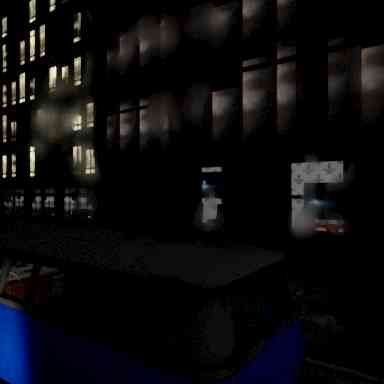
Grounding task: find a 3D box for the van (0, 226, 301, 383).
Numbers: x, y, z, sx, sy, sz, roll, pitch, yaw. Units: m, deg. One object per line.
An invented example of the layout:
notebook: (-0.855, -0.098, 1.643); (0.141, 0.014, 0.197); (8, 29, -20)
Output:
van: (-0.909, 1.341, 3.522); (3.998, 1.788, 1.690); (0, 0, 35)
